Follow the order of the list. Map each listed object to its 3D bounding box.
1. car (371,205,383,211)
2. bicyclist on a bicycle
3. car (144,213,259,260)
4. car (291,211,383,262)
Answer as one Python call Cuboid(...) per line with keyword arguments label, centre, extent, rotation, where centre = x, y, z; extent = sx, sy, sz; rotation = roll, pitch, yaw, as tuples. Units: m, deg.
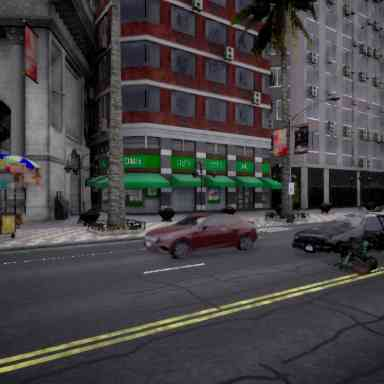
Cuboid(label="car", centre=(12.139, 1.477, 20.020), extent=(5.008, 1.535, 1.882), rotation=(0, 0, -30))
Cuboid(label="bicyclist on a bicycle", centre=(4.710, 2.009, 9.601), extent=(1.656, 0.582, 1.620), rotation=(-29, 29, 21))
Cuboid(label="car", centre=(0.470, 1.525, 12.611), extent=(4.674, 1.442, 1.812), rotation=(0, 0, -33))
Cuboid(label="car", centre=(6.202, 1.531, 12.245), extent=(5.357, 1.411, 2.033), rotation=(2, -3, -28))
